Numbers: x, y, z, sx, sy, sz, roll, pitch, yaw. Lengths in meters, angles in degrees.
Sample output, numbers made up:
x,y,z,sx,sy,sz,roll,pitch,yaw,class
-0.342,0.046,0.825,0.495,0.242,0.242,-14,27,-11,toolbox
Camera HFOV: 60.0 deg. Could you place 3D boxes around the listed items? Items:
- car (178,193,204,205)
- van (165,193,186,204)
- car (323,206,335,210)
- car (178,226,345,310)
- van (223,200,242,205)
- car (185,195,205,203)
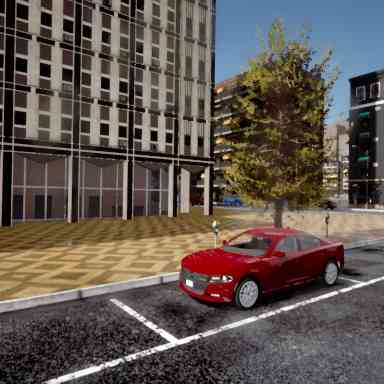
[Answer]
x,y,z,sx,sy,sz,roll,pitch,yaw,class
0.343,1.130,52.923,2.192,1.841,5.009,2,-1,-36,car
-2.952,1.142,57.489,1.690,1.788,3.998,2,-1,-36,van
17.016,1.586,44.123,1.947,1.339,4.313,2,-1,-36,car
1.780,1.547,7.834,4.507,1.381,1.887,0,1,-36,car
7.137,1.315,57.825,1.690,1.788,3.998,2,-1,-36,van
0.546,1.386,66.958,1.967,1.590,4.097,1,-1,-36,car
